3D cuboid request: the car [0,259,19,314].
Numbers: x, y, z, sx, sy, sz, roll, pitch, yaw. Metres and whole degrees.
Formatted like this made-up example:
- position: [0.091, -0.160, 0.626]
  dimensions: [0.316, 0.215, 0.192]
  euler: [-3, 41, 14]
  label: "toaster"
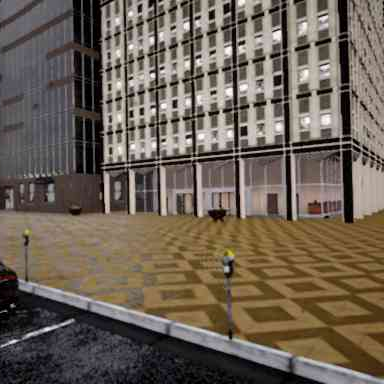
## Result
- position: [-5.092, 1.643, 6.528]
  dimensions: [4.403, 1.369, 2.008]
  euler: [-1, -1, 36]
  label: "car"
